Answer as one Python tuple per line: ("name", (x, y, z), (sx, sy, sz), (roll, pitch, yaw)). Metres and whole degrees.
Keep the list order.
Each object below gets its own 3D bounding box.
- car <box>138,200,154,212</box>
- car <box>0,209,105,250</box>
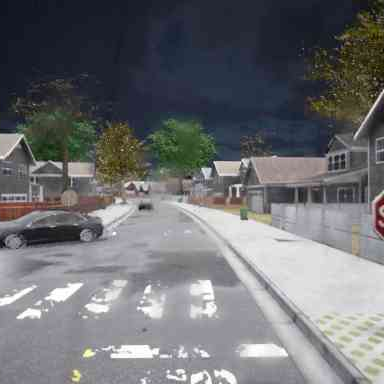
("car", (-5.436, 1.607, 39.708), (1.895, 1.301, 4.718), (0, 0, -7))
("car", (-6.281, 1.538, 14.513), (4.892, 1.490, 1.837), (0, 6, -39))
